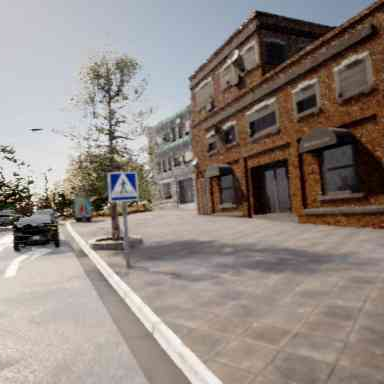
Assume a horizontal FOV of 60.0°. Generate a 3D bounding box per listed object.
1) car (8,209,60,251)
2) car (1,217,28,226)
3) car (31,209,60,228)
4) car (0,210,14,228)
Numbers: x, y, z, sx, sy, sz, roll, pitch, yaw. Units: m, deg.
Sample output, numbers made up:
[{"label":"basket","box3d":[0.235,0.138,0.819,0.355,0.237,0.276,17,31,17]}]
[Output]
[{"label":"car","box3d":[-7.533,1.802,16.210,1.882,1.535,5.008,-3,0,-24]},{"label":"car","box3d":[-35.005,5.807,65.519,4.181,1.385,1.994,-4,-3,5]},{"label":"car","box3d":[-12.696,2.221,29.007,1.994,1.385,4.181,-3,-2,-21]},{"label":"car","box3d":[-15.005,2.238,26.830,2.128,1.511,4.902,-3,-1,-21]}]
